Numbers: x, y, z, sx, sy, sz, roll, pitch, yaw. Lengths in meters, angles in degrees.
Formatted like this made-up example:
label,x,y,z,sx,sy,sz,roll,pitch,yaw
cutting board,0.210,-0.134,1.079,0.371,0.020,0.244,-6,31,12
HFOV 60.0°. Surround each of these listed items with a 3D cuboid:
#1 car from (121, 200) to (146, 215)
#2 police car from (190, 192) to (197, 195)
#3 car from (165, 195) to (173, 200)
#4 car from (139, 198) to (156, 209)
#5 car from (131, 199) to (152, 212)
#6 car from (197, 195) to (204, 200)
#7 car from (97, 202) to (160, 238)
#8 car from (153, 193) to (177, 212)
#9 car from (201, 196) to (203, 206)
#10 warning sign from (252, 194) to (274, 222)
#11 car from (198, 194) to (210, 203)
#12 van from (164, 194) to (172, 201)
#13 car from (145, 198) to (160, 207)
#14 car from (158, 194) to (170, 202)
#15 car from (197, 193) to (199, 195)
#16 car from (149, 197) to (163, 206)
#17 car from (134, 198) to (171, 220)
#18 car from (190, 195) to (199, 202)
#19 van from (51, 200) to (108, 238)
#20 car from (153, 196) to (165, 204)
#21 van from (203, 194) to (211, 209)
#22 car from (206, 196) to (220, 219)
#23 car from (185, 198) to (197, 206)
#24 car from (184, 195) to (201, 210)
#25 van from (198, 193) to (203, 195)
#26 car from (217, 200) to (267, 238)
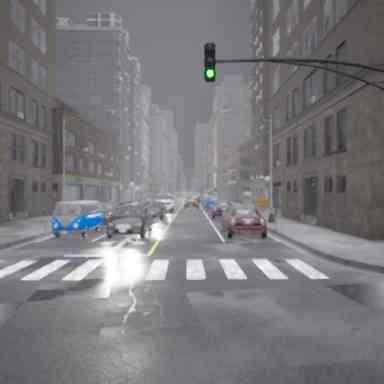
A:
label,x,y,z,sx,sy,sz,roll,pitch,yaw
car,-5.986,1.586,34.463,1.802,1.307,4.206,0,0,0
police car,0.545,1.411,63.579,1.930,1.638,5.238,0,0,-1
car,-6.225,1.501,90.976,1.752,1.417,4.829,0,0,0
car,-6.034,1.526,45.630,1.752,1.417,4.829,0,0,0
car,-6.011,1.568,40.132,1.947,1.339,4.313,0,0,0
car,2.300,1.548,91.197,1.802,1.307,4.206,0,0,0
car,-3.161,1.493,17.620,2.128,1.511,4.902,0,0,0
car,-3.232,1.222,38.595,2.150,2.045,5.566,0,0,0
car,2.491,1.517,46.012,1.752,1.417,4.829,0,0,0
warning sign,4.987,1.109,23.501,1.300,1.860,1.060,0,0,0
car,2.395,1.296,68.519,2.192,1.841,5.009,0,0,0
van,-6.203,1.322,85.477,1.690,1.788,3.998,0,0,0
car,-6.058,1.565,51.468,1.947,1.339,4.313,0,0,0
car,-6.154,1.302,74.141,2.192,1.841,5.009,0,0,0
car,2.419,1.425,62.851,1.967,1.590,4.097,0,0,0
car,-6.082,1.541,57.136,1.887,1.381,4.507,0,0,0
car,-3.199,1.493,27.865,2.128,1.511,4.902,0,0,0
car,0.493,1.436,73.673,1.801,1.575,5.366,0,0,0
van,-5.915,1.346,17.458,1.690,1.788,3.998,0,0,0
car,-6.105,1.519,62.635,1.752,1.417,4.829,0,0,0
van,2.515,1.335,40.173,1.690,1.788,3.998,0,0,0
car,2.563,1.436,28.835,1.967,1.590,4.097,0,0,0
car,-0.153,1.593,53.865,1.895,1.301,4.718,0,0,0
car,-0.065,1.521,43.619,1.812,1.442,4.674,0,0,0
van,2.443,1.329,57.181,1.690,1.788,3.998,0,0,0
car,2.611,1.436,17.497,1.967,1.590,4.097,0,0,0
